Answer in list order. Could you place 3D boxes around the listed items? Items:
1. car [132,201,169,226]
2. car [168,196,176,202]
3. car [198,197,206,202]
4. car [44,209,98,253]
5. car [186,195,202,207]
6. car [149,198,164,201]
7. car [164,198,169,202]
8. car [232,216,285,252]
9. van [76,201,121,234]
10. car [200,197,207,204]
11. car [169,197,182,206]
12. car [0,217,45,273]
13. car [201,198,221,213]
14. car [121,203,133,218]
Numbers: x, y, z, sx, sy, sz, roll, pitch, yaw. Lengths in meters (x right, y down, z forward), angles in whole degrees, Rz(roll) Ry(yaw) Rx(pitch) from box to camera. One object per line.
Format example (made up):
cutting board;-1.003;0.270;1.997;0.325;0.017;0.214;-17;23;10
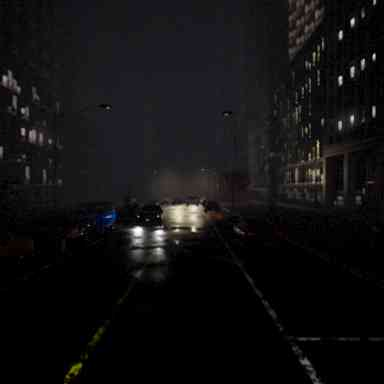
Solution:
car;-3.057;1.677;25.181;1.812;1.442;4.674;0;0;0
car;-5.556;2.054;92.788;1.967;1.590;4.097;-1;0;0
car;2.827;2.180;92.774;1.947;1.339;4.313;-1;0;0
car;-5.678;1.628;14.040;1.887;1.381;4.507;-1;0;0
car;0.090;1.586;57.912;2.150;2.045;5.566;0;0;0
car;-5.625;1.847;47.789;2.008;1.369;4.403;-1;0;0
car;-5.589;2.002;70.288;2.008;1.369;4.403;-1;0;0
car;2.702;1.665;14.027;1.802;1.307;4.206;-1;0;0
van;-5.673;1.458;19.665;1.690;1.788;3.998;-1;0;0
car;2.808;2.058;81.696;1.752;1.417;4.829;-1;0;0
car;-2.911;1.892;65.408;1.882;1.535;5.008;0;0;1
car;-5.688;1.574;8.245;1.752;1.417;4.829;-1;0;0
car;2.416;1.770;39.902;1.812;1.442;4.674;0;0;0
car;-5.652;1.731;30.914;1.887;1.381;4.507;-1;0;0
